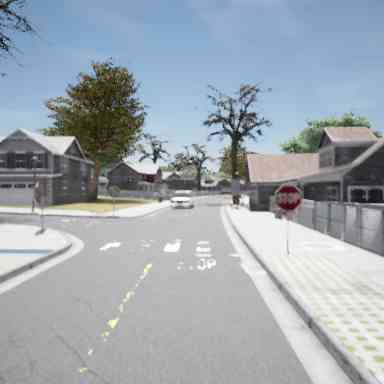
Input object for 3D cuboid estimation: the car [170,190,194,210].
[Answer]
[{"bbox_3d":[-1.030,0.899,36.710,2.150,2.045,5.566,0,2,5],"label":"car"}]
